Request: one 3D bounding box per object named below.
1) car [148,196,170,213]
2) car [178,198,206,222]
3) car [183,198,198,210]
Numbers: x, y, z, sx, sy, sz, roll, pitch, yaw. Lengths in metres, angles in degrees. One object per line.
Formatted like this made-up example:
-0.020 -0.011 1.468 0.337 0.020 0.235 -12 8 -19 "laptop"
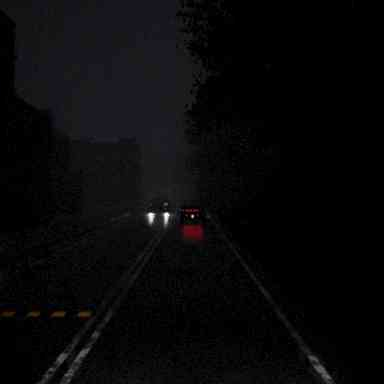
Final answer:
-3.497 1.249 36.067 2.097 1.767 4.553 0 0 0 "car"
0.021 1.443 25.707 1.837 1.490 4.892 0 0 0 "car"
-0.220 1.470 42.532 1.895 1.301 4.718 0 0 -1 "car"
